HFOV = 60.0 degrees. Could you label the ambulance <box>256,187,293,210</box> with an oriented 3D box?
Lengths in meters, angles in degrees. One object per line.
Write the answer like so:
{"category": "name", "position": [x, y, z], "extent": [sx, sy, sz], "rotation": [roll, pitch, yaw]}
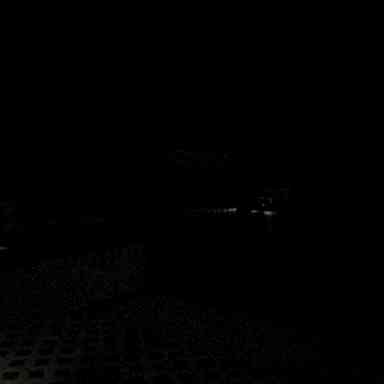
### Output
{"category": "ambulance", "position": [9.468, 0.699, 38.107], "extent": [2.351, 2.431, 6.366], "rotation": [3, 2, 35]}
